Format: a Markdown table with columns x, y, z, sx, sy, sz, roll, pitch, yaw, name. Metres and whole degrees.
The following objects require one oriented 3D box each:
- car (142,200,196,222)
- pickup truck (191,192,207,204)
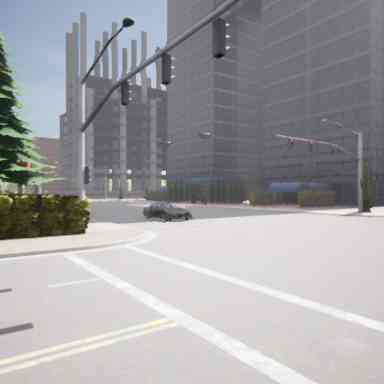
| x | y | z | sx | sy | sz | roll | pitch | yaw | name |
| --- | --- | --- | --- | --- | --- | --- | --- | --- | --- |
| -2.142 | 1.552 | 26.848 | 2.033 | 1.411 | 5.357 | 0 | 0 | -36 | car |
| 1.223 | 1.069 | 62.410 | 2.390 | 2.098 | 6.274 | 0 | 0 | -5 | pickup truck |
